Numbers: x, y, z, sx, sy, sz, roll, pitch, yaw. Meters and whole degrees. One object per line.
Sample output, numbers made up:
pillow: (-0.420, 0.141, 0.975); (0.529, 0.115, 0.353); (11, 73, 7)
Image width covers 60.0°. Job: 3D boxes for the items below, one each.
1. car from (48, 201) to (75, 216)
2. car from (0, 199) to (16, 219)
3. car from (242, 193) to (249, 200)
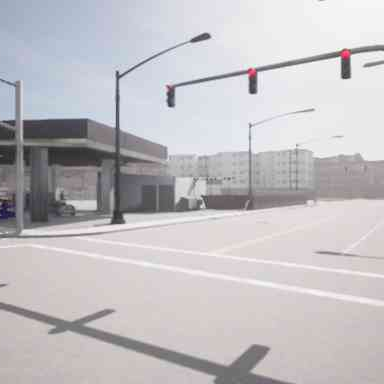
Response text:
car: (-13.121, 1.577, 32.205); (3.806, 1.475, 1.970); (0, 0, 36)
car: (-15.836, 1.413, 27.085); (4.611, 1.667, 2.242); (0, 0, 36)
car: (14.410, 1.391, 89.874); (5.566, 2.045, 2.150); (0, 0, 24)
